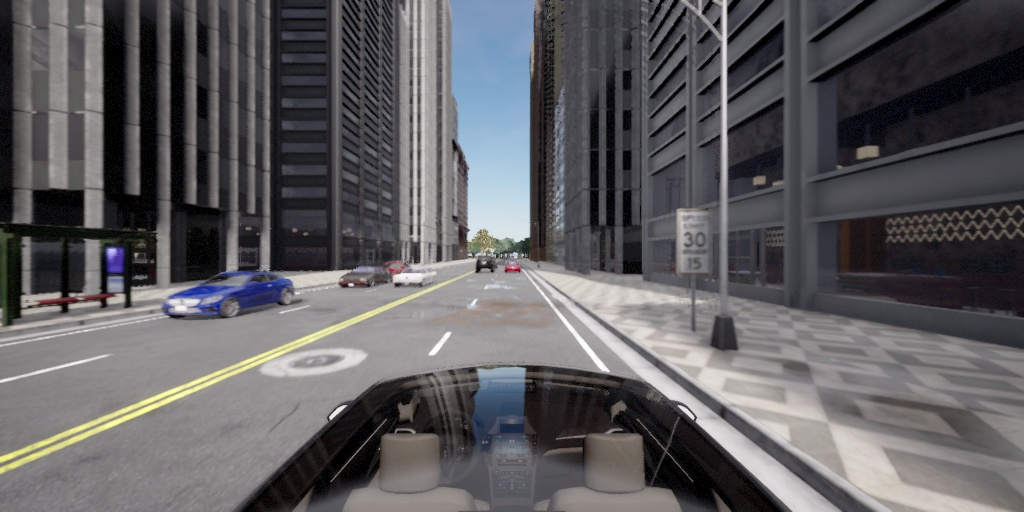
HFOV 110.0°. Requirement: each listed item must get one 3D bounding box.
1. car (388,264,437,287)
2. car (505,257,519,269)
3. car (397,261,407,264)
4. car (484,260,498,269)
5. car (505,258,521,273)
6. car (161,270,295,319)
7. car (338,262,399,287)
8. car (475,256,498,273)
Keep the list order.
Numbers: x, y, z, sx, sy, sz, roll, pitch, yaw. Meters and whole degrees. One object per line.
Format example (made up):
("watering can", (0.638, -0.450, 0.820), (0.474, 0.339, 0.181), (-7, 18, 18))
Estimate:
("car", (-6.502, 1.404, 24.365), (1.895, 1.301, 4.718), (0, 0, 0))
("car", (-0.006, 1.111, 56.142), (2.097, 1.767, 4.553), (0, 0, 0))
("car", (-9.813, 1.227, 29.973), (1.882, 1.535, 5.008), (0, 1, 0))
("car", (-3.254, 1.324, 56.242), (1.994, 1.385, 4.181), (0, 0, 0))
("car", (0.097, 1.318, 44.040), (1.994, 1.385, 4.181), (0, 0, 0))
("car", (-9.845, 1.275, 12.997), (1.812, 1.442, 4.674), (0, 1, 0))
("car", (-9.752, 1.351, 24.395), (2.033, 1.411, 5.357), (0, 0, 0))
("car", (-3.204, 0.973, 43.769), (2.150, 2.045, 5.566), (0, 0, 1))
